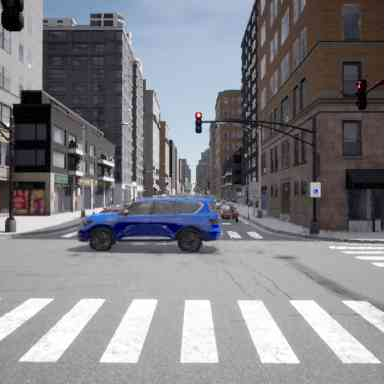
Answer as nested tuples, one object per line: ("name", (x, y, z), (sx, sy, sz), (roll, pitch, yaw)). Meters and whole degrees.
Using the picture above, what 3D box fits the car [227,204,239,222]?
("car", (2.633, 1.588, 26.020), (1.802, 1.307, 4.206), (1, 0, 0))

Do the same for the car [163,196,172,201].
("car", (-5.989, 1.600, 82.744), (1.947, 1.339, 4.313), (1, 0, 0))

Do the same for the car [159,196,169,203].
("car", (-5.969, 1.609, 71.398), (1.802, 1.307, 4.206), (1, 0, 0))

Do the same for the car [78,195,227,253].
("car", (-1.583, 1.235, 13.305), (5.566, 2.045, 2.150), (0, -1, 1))

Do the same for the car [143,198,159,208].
("car", (-5.931, 1.596, 48.707), (1.802, 1.307, 4.206), (1, 0, 0))

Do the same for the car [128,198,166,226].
("car", (-3.137, 1.358, 24.112), (2.097, 1.767, 4.553), (0, 0, 0))

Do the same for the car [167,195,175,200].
("car", (-6.007, 1.585, 94.089), (1.887, 1.381, 4.507), (1, 0, 0))

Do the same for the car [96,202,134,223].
("car", (-5.893, 1.551, 26.015), (1.887, 1.381, 4.507), (1, 0, 0))

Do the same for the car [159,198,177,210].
("car", (-3.157, 1.576, 43.877), (1.994, 1.385, 4.181), (0, 0, 1))

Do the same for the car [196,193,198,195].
("car", (2.539, 1.349, 82.754), (2.192, 1.841, 5.009), (1, 0, 0))

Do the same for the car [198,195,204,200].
("car", (2.519, 1.565, 94.271), (1.752, 1.417, 4.829), (1, 0, 0))

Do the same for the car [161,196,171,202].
("car", (-5.979, 1.582, 77.071), (2.008, 1.369, 4.403), (1, 0, 0))

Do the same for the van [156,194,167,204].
("van", (-5.958, 1.365, 65.725), (1.690, 1.788, 3.998), (1, 0, 0))

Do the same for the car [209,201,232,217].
("car", (2.623, 1.589, 31.694), (1.802, 1.307, 4.206), (1, 0, 0))

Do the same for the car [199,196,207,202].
("car", (2.547, 1.556, 77.250), (1.752, 1.417, 4.829), (1, 0, 0))

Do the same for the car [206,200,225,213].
("car", (2.613, 1.591, 37.367), (1.802, 1.307, 4.206), (1, 0, 0))

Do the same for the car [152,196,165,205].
("car", (-5.949, 1.461, 60.052), (1.967, 1.590, 4.097), (1, 0, 0))

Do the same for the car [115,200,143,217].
("car", (-5.902, 1.552, 31.688), (1.887, 1.381, 4.507), (1, 0, 0))

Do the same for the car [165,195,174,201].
("car", (-5.998, 1.603, 88.417), (1.947, 1.339, 4.313), (1, 0, 0))
